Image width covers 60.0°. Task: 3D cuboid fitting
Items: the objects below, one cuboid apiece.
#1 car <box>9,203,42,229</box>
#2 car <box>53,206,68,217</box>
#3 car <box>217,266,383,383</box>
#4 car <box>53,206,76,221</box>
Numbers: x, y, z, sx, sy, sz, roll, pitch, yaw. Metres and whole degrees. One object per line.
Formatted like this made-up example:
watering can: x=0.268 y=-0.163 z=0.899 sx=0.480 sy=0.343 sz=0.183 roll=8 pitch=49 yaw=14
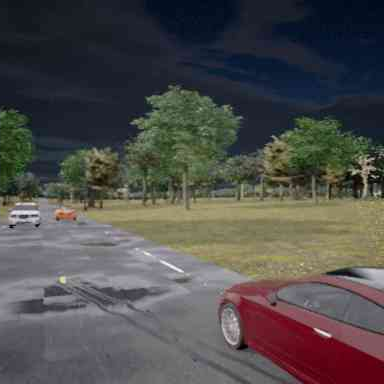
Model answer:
car: x=-14.142 y=1.937 z=28.274 sx=2.150 sy=2.045 sz=5.566 roll=1 pitch=-2 yaw=-24
car: x=-19.026 y=2.761 z=48.074 sx=1.812 sy=1.442 sz=4.674 roll=1 pitch=-2 yaw=-24
car: x=2.026 y=1.649 z=4.045 sx=1.812 sy=1.442 sz=4.674 roll=1 pitch=-2 yaw=-24
car: x=-14.695 y=2.343 z=38.512 sx=2.097 sy=1.767 sz=4.553 roll=1 pitch=-2 yaw=-24
